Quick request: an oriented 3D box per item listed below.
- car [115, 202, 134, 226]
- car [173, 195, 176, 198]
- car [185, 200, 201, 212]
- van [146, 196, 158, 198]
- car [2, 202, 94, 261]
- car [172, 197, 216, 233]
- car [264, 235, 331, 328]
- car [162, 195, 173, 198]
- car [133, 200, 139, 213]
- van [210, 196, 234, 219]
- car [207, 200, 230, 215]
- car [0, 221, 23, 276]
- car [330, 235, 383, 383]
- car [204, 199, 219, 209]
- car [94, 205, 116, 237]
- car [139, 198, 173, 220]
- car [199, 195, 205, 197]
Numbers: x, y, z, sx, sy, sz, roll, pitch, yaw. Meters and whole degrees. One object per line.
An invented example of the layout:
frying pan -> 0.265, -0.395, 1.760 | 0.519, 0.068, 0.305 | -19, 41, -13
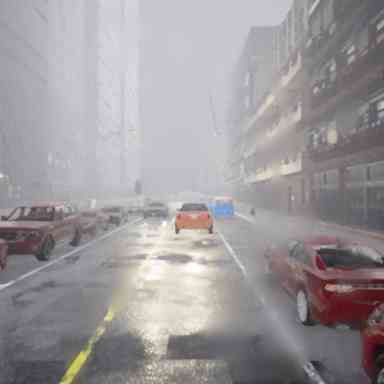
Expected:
car -> -5.672, 1.596, 23.836 | 1.947, 1.339, 4.313 | 1, 0, 0
car -> -5.642, 1.567, 91.419 | 1.752, 1.417, 4.829 | 1, 0, 0
car -> 0.118, 1.646, 40.158 | 1.895, 1.301, 4.718 | 0, 0, 0
van -> -5.660, 1.390, 46.420 | 1.690, 1.788, 3.998 | 1, 0, 0
car -> -5.674, 1.333, 12.543 | 2.192, 1.841, 5.009 | 1, 0, 0
car -> 0.109, 1.378, 19.943 | 2.097, 1.767, 4.553 | 0, 0, 0
car -> 2.701, 1.556, 6.917 | 1.887, 1.381, 4.507 | 1, 0, 0
car -> -5.652, 1.602, 69.005 | 2.008, 1.369, 4.403 | 1, 0, 0
car -> -5.667, 1.591, 35.128 | 2.008, 1.369, 4.403 | 1, 0, 0
van -> 2.713, 1.377, 29.502 | 1.690, 1.788, 3.998 | 1, 0, 0
car -> 2.714, 1.592, 35.150 | 2.008, 1.369, 4.403 | 1, 0, 0
car -> -5.679, 1.555, 6.897 | 1.887, 1.381, 4.507 | 1, 0, 0
car -> 2.701, 1.318, 1.268 | 2.192, 1.841, 5.009 | 1, 0, 0
car -> 2.718, 1.631, 46.442 | 1.802, 1.307, 4.206 | 1, 0, 0
car -> -5.675, 1.606, 18.188 | 1.802, 1.307, 4.206 | 1, 0, 0
car -> -3.036, 1.513, 28.984 | 1.882, 1.535, 5.008 | 0, 0, 0
car -> 2.737, 1.485, 85.969 | 1.967, 1.590, 4.097 | 1, 0, 0
